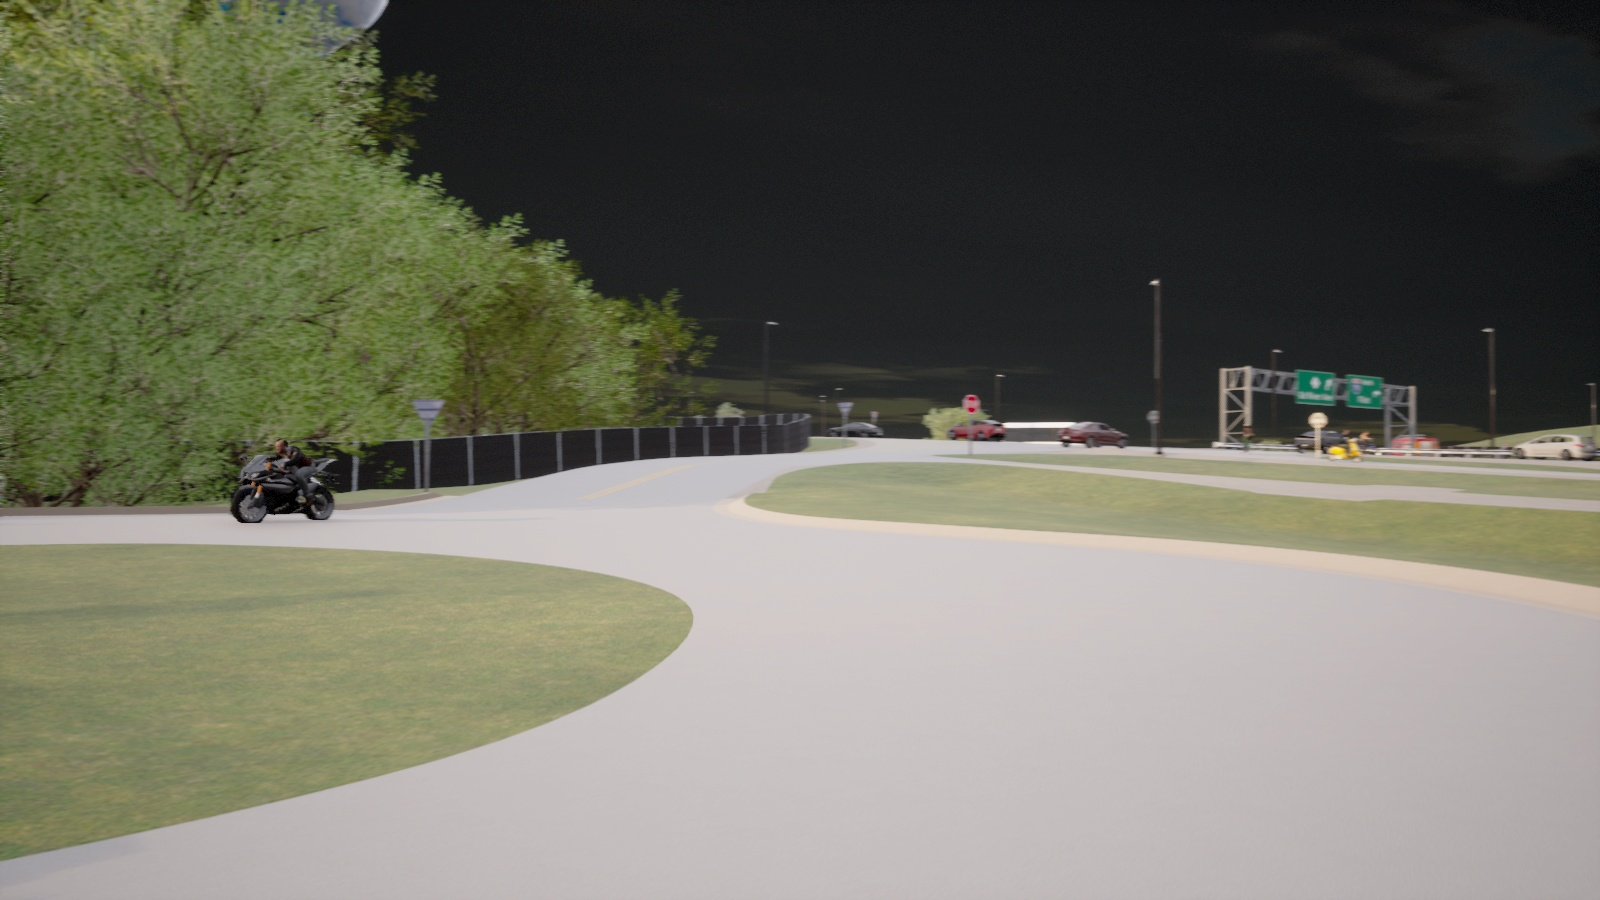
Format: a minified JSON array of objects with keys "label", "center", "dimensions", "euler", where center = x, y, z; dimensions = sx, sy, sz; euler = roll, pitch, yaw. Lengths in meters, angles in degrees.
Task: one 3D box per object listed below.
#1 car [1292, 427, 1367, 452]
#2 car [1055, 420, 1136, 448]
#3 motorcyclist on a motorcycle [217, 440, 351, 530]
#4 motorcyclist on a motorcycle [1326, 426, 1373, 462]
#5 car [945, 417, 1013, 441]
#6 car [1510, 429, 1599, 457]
[{"label":"car","center":[33.347,-0.651,79.062],"dimensions":[4.902,1.511,2.128],"euler":[0,2,-37]},{"label":"car","center":[16.321,-0.891,69.281],"dimensions":[4.674,1.442,1.812],"euler":[0,2,-39]},{"label":"motorcyclist on a motorcycle","center":[-9.207,0.615,22.503],"dimensions":[0.866,1.530,2.191],"euler":[-1,-1,26]},{"label":"motorcyclist on a motorcycle","center":[26.376,-0.296,60.326],"dimensions":[0.866,1.590,1.817],"euler":[1,2,-33]},{"label":"car","center":[12.227,-1.436,85.838],"dimensions":[2.007,1.525,4.514],"euler":[1,1,-35]},{"label":"car","center":[46.868,-0.439,77.711],"dimensions":[2.242,1.667,4.611],"euler":[1,1,-26]}]
